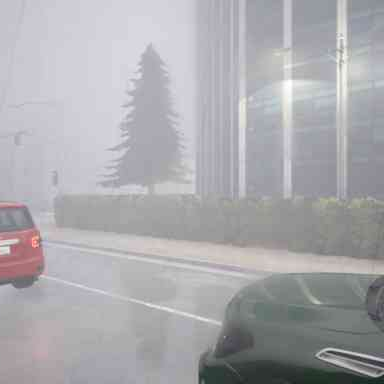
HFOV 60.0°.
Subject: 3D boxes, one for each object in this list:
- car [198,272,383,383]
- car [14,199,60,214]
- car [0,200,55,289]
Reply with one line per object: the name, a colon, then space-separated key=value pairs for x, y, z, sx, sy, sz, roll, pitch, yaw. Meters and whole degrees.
car: x=2.711 y=1.221 z=2.057 sx=5.566 sy=2.045 sz=2.150 roll=0 pitch=0 yaw=36
car: x=-17.214 y=1.564 z=37.021 sx=1.994 sy=1.385 sz=4.181 roll=0 pitch=0 yaw=36
car: x=-5.762 y=1.221 z=8.033 sx=5.566 sy=2.045 sz=2.150 roll=0 pitch=0 yaw=38
